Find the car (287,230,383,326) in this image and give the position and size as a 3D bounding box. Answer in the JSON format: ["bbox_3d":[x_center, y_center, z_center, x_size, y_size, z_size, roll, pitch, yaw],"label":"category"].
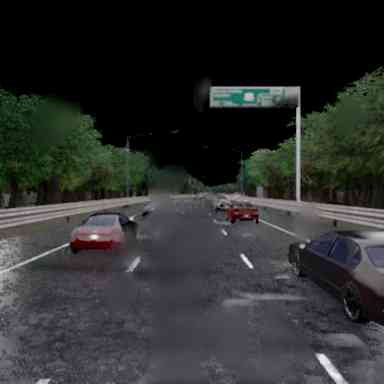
[{"bbox_3d":[3.600,1.528,7.028,2.033,1.411,5.357,0,0,0],"label":"car"}]

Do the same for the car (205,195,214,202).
[{"bbox_3d":[4.308,1.563,81.189,2.163,1.488,4.792,0,0,2],"label":"car"}]

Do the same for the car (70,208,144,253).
[{"bbox_3d":[-3.398,1.528,13.586,1.994,1.385,4.181,0,0,0],"label":"car"}]

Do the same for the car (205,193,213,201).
[{"bbox_3d":[4.806,1.351,92.084,2.150,2.045,5.566,0,0,3],"label":"car"}]

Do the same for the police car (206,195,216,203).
[{"bbox_3d":[3.929,1.510,70.260,2.038,1.542,4.974,0,0,2],"label":"police car"}]

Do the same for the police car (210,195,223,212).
[{"bbox_3d":[3.507,1.440,37.513,2.038,1.542,4.974,0,0,0],"label":"police car"}]

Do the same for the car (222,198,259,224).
[{"bbox_3d":[3.606,1.420,24.423,1.882,1.535,5.008,0,0,0],"label":"car"}]

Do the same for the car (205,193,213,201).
[{"bbox_3d":[3.670,1.320,59.328,2.097,1.767,4.553,0,0,1],"label":"car"}]

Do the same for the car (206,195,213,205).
[{"bbox_3d":[3.533,1.492,48.454,2.033,1.411,5.357,0,0,0],"label":"car"}]

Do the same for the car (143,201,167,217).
[{"bbox_3d":[-3.394,1.499,31.003,1.994,1.385,4.181,0,0,0],"label":"car"}]
